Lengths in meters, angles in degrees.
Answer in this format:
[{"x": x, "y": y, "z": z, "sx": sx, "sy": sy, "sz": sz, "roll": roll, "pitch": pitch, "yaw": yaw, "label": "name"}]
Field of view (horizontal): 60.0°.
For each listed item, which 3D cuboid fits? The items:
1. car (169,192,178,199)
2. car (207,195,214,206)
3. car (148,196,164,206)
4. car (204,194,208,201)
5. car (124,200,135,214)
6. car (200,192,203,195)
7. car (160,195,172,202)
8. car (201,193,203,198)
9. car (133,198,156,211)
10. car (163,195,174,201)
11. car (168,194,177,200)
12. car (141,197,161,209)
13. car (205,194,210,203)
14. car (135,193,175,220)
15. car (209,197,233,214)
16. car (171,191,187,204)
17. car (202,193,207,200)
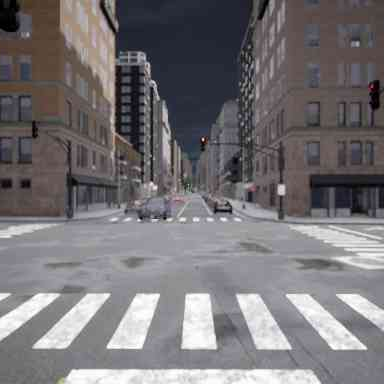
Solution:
[{"x": -4.833, "y": 0.959, "z": 88.287, "sx": 2.192, "sy": 1.841, "sz": 5.009, "roll": 1, "pitch": 0, "yaw": 1, "label": "car"}, {"x": 3.058, "y": 1.395, "z": 38.426, "sx": 1.887, "sy": 1.381, "sz": 4.507, "roll": 1, "pitch": 0, "yaw": 1, "label": "car"}, {"x": -5.327, "y": 1.351, "z": 49.587, "sx": 1.887, "sy": 1.381, "sz": 4.507, "roll": 1, "pitch": 0, "yaw": 1, "label": "car"}, {"x": 3.198, "y": 1.350, "z": 49.487, "sx": 1.887, "sy": 1.381, "sz": 4.507, "roll": 1, "pitch": 0, "yaw": 1, "label": "car"}, {"x": -5.538, "y": 1.455, "z": 33.000, "sx": 1.802, "sy": 1.307, "sz": 4.206, "roll": 1, "pitch": 0, "yaw": 1, "label": "car"}, {"x": 3.619, "y": 1.233, "z": 82.668, "sx": 1.947, "sy": 1.339, "sz": 4.313, "roll": 1, "pitch": 0, "yaw": 1, "label": "car"}, {"x": -5.118, "y": 1.264, "z": 66.003, "sx": 1.752, "sy": 1.417, "sz": 4.829, "roll": 1, "pitch": 0, "yaw": 1, "label": "car"}, {"x": 3.479, "y": 1.265, "z": 71.608, "sx": 2.008, "sy": 1.369, "sz": 4.403, "roll": 1, "pitch": 0, "yaw": 1, "label": "car"}, {"x": -5.468, "y": 1.417, "z": 38.529, "sx": 1.947, "sy": 1.339, "sz": 4.313, "roll": 1, "pitch": 0, "yaw": 1, "label": "car"}, {"x": -5.046, "y": 1.281, "z": 71.702, "sx": 1.947, "sy": 1.339, "sz": 4.313, "roll": 1, "pitch": 0, "yaw": 1, "label": "car"}, {"x": -4.906, "y": 1.234, "z": 82.760, "sx": 1.947, "sy": 1.339, "sz": 4.313, "roll": 1, "pitch": 0, "yaw": 1, "label": "car"}, {"x": -5.397, "y": 1.379, "z": 44.058, "sx": 2.008, "sy": 1.369, "sz": 4.403, "roll": 1, "pitch": 0, "yaw": 1, "label": "car"}, {"x": 3.127, "y": 1.379, "z": 43.956, "sx": 2.008, "sy": 1.369, "sz": 4.403, "roll": 1, "pitch": 0, "yaw": 1, "label": "car"}, {"x": -2.812, "y": 1.211, "z": 26.492, "sx": 2.097, "sy": 1.767, "sz": 4.553, "roll": 0, "pitch": 0, "yaw": 2, "label": "car"}, {"x": 2.987, "y": 1.438, "z": 32.896, "sx": 1.947, "sy": 1.339, "sz": 4.313, "roll": 1, "pitch": 0, "yaw": 1, "label": "car"}, {"x": -2.382, "y": 1.122, "z": 57.084, "sx": 2.097, "sy": 1.767, "sz": 4.553, "roll": 0, "pitch": 0, "yaw": 1, "label": "car"}, {"x": 3.338, "y": 1.326, "z": 60.547, "sx": 1.947, "sy": 1.339, "sz": 4.313, "roll": 1, "pitch": 0, "yaw": 1, "label": "car"}]
